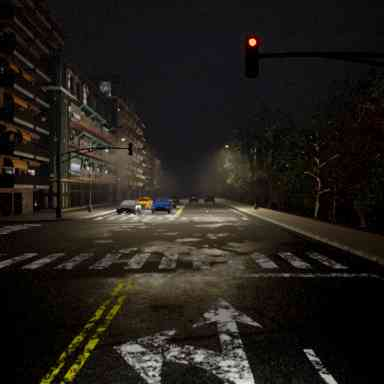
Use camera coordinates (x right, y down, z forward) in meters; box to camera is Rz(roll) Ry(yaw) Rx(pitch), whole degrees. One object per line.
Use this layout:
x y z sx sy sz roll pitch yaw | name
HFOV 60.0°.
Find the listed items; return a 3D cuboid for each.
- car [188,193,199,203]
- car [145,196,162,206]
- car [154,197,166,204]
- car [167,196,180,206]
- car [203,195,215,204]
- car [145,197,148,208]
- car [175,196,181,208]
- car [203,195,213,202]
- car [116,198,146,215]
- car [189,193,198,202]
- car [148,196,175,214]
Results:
0.384 1.512 66.486 2.128 1.511 4.902 0 0 0 | car
-6.270 1.505 54.699 2.128 1.511 4.902 0 0 0 | car
-6.223 1.620 65.023 1.895 1.301 4.718 0 0 0 | car
-3.014 1.518 55.887 1.837 1.490 4.892 0 0 0 | car
3.532 1.525 66.065 1.837 1.490 4.892 0 0 0 | car
-6.362 1.485 44.558 1.882 1.535 5.008 0 0 1 | car
-3.100 1.500 45.741 2.128 1.511 4.902 0 0 1 | car
3.576 1.498 76.485 2.033 1.411 5.357 0 0 0 | car
-6.445 1.552 34.551 2.033 1.411 5.357 0 0 0 | car
0.327 1.253 76.576 2.150 2.045 5.566 0 0 0 | car
-3.190 1.482 35.748 1.882 1.535 5.008 0 0 1 | car
